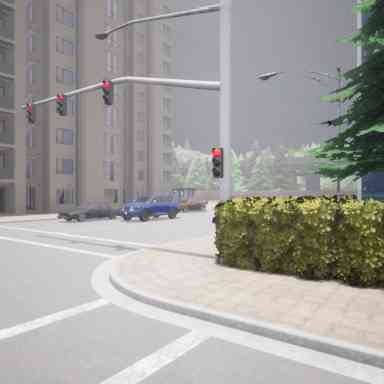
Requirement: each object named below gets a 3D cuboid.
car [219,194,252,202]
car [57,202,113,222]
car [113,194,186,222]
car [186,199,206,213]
[{"bbox_3d":[5.114,1.222,38.364,2.150,2.045,5.566,0,0,37],"label":"car"},{"bbox_3d":[-7.904,1.547,26.571,2.033,1.411,5.357,0,0,36],"label":"car"},{"bbox_3d":[-3.282,1.221,26.957,2.150,2.045,5.566,0,0,36],"label":"car"},{"bbox_3d":[-0.386,1.478,36.809,1.882,1.535,5.008,0,0,36],"label":"car"}]
